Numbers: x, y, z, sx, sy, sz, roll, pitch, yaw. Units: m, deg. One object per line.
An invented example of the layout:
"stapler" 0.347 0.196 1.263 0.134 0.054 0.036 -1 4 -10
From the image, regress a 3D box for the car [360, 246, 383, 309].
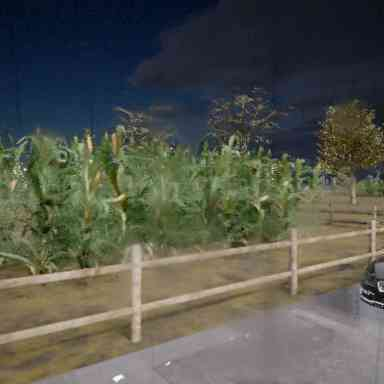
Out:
"car" 5.378 1.520 6.809 4.892 1.490 1.837 1 0 -35
